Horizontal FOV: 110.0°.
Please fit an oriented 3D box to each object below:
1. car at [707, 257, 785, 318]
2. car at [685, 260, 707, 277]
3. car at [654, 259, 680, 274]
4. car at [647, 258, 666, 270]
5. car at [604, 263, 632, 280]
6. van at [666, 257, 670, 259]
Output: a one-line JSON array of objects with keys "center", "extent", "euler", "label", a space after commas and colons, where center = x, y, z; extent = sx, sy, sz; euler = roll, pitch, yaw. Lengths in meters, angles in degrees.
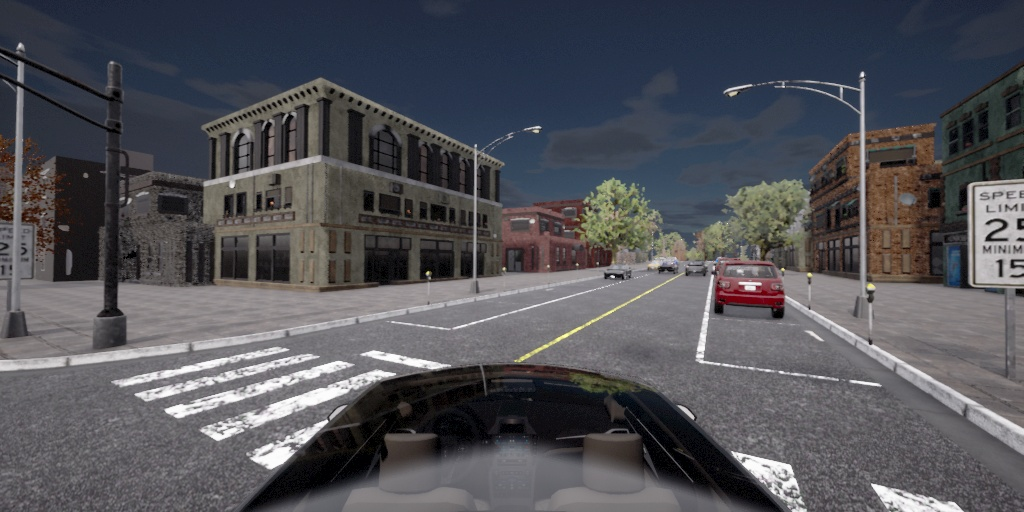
[{"center": [8.546, 1.075, 13.195], "extent": [2.192, 1.841, 5.009], "euler": [0, 0, 30], "label": "car"}, {"center": [18.965, 1.267, 36.903], "extent": [2.128, 1.511, 4.902], "euler": [0, 0, 30], "label": "car"}, {"center": [18.149, 1.378, 41.651], "extent": [1.895, 1.301, 4.718], "euler": [0, 0, 30], "label": "car"}, {"center": [20.317, 1.306, 50.921], "extent": [1.751, 1.417, 4.829], "euler": [0, 0, 30], "label": "car"}, {"center": [9.458, 1.335, 31.784], "extent": [1.948, 1.339, 4.313], "euler": [0, 0, 30], "label": "car"}, {"center": [23.137, 1.123, 55.889], "extent": [1.690, 1.789, 3.998], "euler": [0, 0, 30], "label": "van"}]
